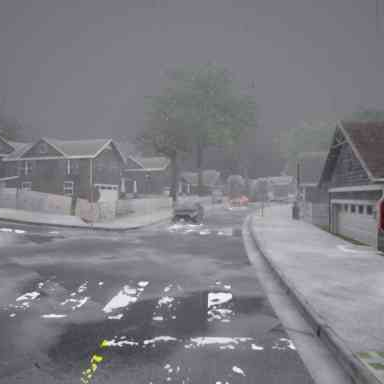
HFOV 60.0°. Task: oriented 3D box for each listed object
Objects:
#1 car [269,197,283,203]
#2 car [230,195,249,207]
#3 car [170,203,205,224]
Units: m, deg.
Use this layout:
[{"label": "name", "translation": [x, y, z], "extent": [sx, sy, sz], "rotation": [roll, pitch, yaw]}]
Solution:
[{"label": "car", "translation": [18.839, 1.829, 74.242], "extent": [1.895, 1.301, 4.718], "rotation": [-1, -1, 32]}, {"label": "car", "translation": [7.272, 1.315, 51.145], "extent": [2.097, 1.767, 4.553], "rotation": [0, 0, 22]}, {"label": "car", "translation": [-0.199, 1.538, 25.413], "extent": [2.033, 1.411, 5.357], "rotation": [0, 0, 11]}]
